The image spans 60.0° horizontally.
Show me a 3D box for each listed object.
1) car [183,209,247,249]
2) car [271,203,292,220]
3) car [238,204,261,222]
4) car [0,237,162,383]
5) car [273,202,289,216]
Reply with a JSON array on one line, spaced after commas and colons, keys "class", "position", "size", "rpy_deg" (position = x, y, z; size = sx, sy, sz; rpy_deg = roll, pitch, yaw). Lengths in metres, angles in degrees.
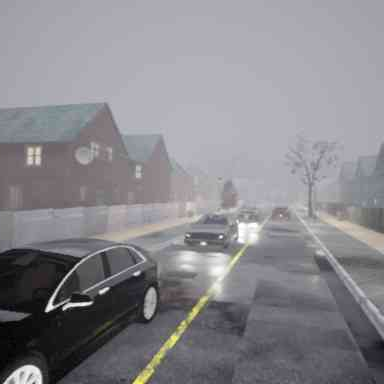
[{"class": "car", "position": [1.171, 1.732, 16.019], "size": [2.033, 1.411, 5.357], "rpy_deg": [1, 0, 15]}, {"class": "car", "position": [9.298, 2.075, 34.626], "size": [1.837, 1.490, 4.892], "rpy_deg": [1, -1, 16]}, {"class": "car", "position": [5.444, 1.939, 31.426], "size": [2.128, 1.511, 4.902], "rpy_deg": [1, -1, 16]}, {"class": "car", "position": [-1.987, 1.508, 4.753], "size": [1.837, 1.490, 4.892], "rpy_deg": [1, 0, 18]}, {"class": "car", "position": [12.002, 2.229, 44.620], "size": [1.882, 1.535, 5.008], "rpy_deg": [1, -1, 16]}]
